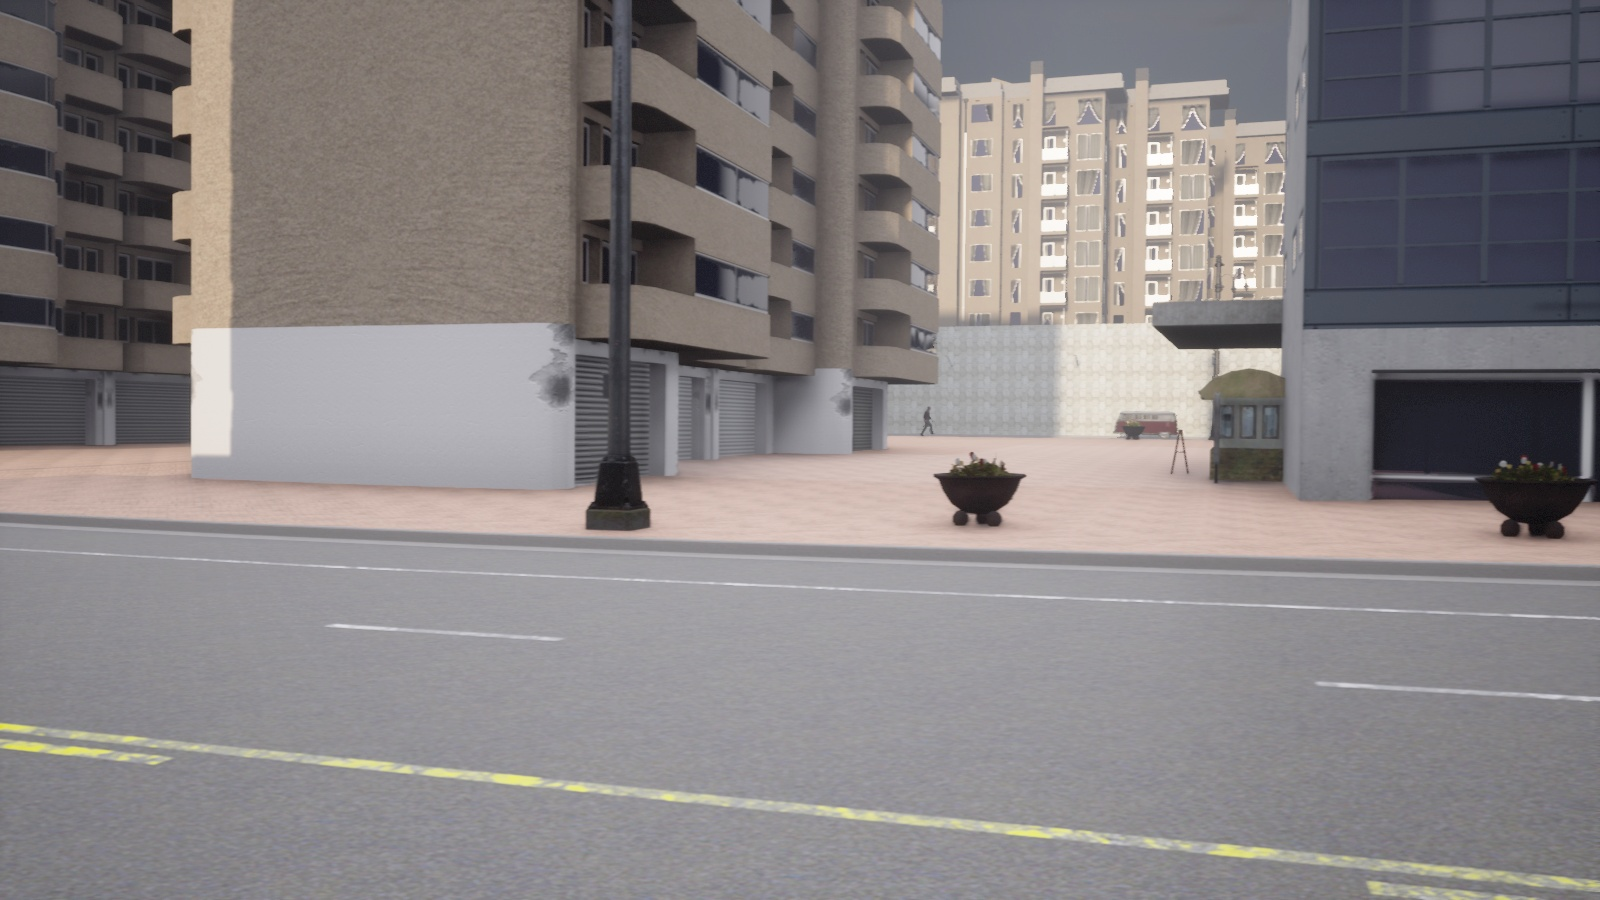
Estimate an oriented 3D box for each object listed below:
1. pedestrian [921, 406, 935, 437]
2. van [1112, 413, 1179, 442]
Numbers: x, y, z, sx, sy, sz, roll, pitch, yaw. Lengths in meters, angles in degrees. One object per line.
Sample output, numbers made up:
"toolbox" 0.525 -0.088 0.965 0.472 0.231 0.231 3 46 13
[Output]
"pedestrian" 7.564 -1.675 74.401 0.720 1.854 0.376 1 1 19
"van" 24.610 -1.587 89.543 4.442 1.987 1.775 1 1 20
